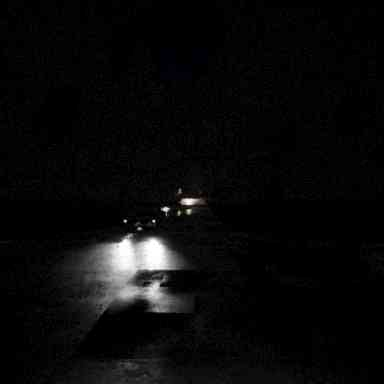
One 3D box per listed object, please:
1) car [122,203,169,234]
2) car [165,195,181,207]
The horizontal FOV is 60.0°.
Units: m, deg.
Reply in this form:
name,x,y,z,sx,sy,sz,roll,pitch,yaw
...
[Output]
name,x,y,z,sx,sy,sz,roll,pitch,yaw
car,-2.601,1.509,18.755,1.895,1.301,4.718,0,1,0
car,-2.400,1.134,43.492,1.882,1.535,5.008,0,1,0
